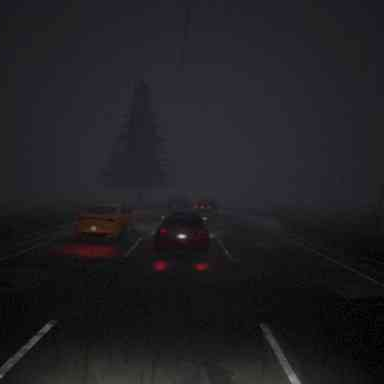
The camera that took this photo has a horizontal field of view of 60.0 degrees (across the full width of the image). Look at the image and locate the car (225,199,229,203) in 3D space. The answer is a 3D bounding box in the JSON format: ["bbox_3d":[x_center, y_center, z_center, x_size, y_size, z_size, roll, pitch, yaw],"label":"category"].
[{"bbox_3d":[4.055,1.377,57.828,1.895,1.301,4.718,1,0,-42],"label":"car"}]

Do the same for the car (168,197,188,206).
[{"bbox_3d":[-1.166,1.240,35.339,2.128,1.511,4.902,2,0,14],"label":"car"}]

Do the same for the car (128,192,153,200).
[{"bbox_3d":[-10.105,0.798,65.155,4.892,1.490,1.837,2,0,-2],"label":"car"}]

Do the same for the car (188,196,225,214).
[{"bbox_3d":[1.480,1.401,31.754,2.033,1.411,5.357,2,0,13],"label":"car"}]

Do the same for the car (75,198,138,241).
[{"bbox_3d":[-3.807,1.264,15.540,1.882,1.535,5.008,2,0,1],"label":"car"}]

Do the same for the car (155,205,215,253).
[{"bbox_3d":[-0.350,1.471,13.313,1.994,1.385,4.181,2,0,0],"label":"car"}]
